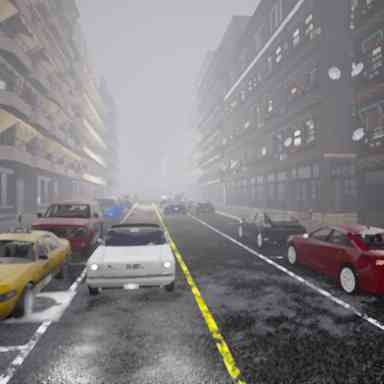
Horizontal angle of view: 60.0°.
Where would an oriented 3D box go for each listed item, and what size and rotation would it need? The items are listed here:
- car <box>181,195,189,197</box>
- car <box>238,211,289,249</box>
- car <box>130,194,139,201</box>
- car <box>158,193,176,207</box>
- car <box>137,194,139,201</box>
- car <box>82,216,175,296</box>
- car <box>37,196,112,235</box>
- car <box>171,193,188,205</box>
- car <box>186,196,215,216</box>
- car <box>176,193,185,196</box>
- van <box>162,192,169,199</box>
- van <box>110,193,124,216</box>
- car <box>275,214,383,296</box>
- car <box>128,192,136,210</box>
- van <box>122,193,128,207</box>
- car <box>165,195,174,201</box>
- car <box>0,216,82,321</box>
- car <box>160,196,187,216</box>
[{"bbox_3d":[0.205,1.343,35.780,1.887,1.381,4.507,1,0,-8],"label":"car"},{"bbox_3d":[3.189,1.454,13.860,2.008,1.369,4.403,1,0,-8],"label":"car"},{"bbox_3d":[-13.581,1.244,78.617,1.887,1.381,4.507,1,0,-8],"label":"car"},{"bbox_3d":[-3.344,1.270,43.233,2.128,1.511,4.902,0,0,-7],"label":"car"},{"bbox_3d":[-10.597,1.316,56.699,1.947,1.339,4.313,1,0,-8],"label":"car"},{"bbox_3d":[-1.502,1.551,8.783,1.895,1.301,4.718,0,0,-8],"label":"car"},{"bbox_3d":[-4.622,1.251,12.859,2.192,1.841,5.009,1,0,-8],"label":"car"},{"bbox_3d":[-2.063,1.051,52.217,2.192,1.841,5.009,1,0,-8],"label":"car"},{"bbox_3d":[0.951,1.366,30.301,1.887,1.381,4.507,1,0,-8],"label":"car"},{"bbox_3d":[-0.532,1.217,41.262,1.967,1.590,4.097,1,0,-8],"label":"car"},{"bbox_3d":[-7.288,0.994,90.583,1.690,1.788,3.998,1,0,-8],"label":"van"},{"bbox_3d":[-6.115,1.220,23.817,1.690,1.788,3.998,1,0,-8],"label":"van"},{"bbox_3d":[3.935,1.479,8.379,1.887,1.381,4.507,1,0,-8],"label":"car"},{"bbox_3d":[-8.353,1.124,40.258,2.192,1.841,5.009,1,0,-8],"label":"car"},{"bbox_3d":[-6.862,1.195,29.298,1.690,1.788,3.998,1,0,-8],"label":"van"},{"bbox_3d":[-5.053,1.258,74.141,1.802,1.307,4.206,1,0,-8],"label":"car"},{"bbox_3d":[-3.858,1.493,7.211,1.752,1.417,4.829,1,0,-8],"label":"car"},{"bbox_3d":[-1.630,1.392,30.739,1.994,1.385,4.181,0,0,-8],"label":"car"}]
